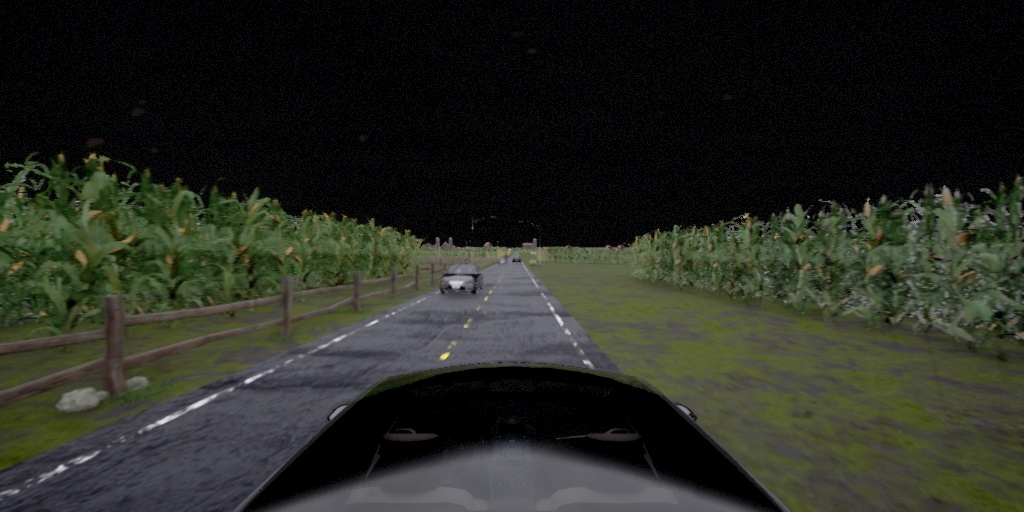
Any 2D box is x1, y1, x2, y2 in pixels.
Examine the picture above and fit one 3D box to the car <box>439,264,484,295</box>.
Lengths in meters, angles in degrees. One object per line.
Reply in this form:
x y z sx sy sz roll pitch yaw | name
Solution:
-2.617 1.189 19.458 2.128 1.511 4.902 1 0 1 | car
